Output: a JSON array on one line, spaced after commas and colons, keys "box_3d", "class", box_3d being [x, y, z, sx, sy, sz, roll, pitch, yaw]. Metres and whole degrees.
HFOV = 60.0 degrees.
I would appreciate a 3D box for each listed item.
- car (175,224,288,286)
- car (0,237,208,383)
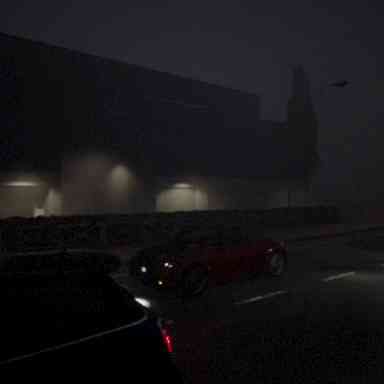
[{"box_3d": [0.536, 1.553, 8.631, 4.181, 1.385, 1.994, 0, 0, -35], "class": "car"}, {"box_3d": [-2.346, 1.352, 2.328, 4.553, 1.767, 2.097, 0, 0, -36], "class": "car"}]
